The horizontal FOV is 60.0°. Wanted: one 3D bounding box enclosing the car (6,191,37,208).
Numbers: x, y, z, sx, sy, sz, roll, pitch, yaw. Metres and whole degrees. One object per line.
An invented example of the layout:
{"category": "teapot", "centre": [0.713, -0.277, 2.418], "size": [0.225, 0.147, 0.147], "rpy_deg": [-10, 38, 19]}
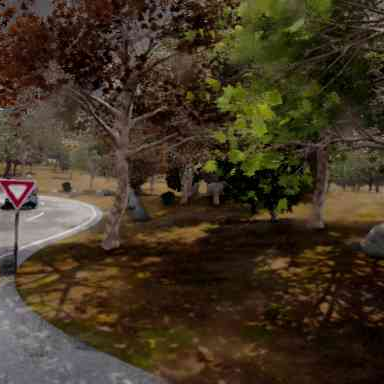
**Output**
{"category": "car", "centre": [-12.818, 0.352, 25.109], "size": [1.994, 1.385, 4.181], "rpy_deg": [2, 3, -26]}
